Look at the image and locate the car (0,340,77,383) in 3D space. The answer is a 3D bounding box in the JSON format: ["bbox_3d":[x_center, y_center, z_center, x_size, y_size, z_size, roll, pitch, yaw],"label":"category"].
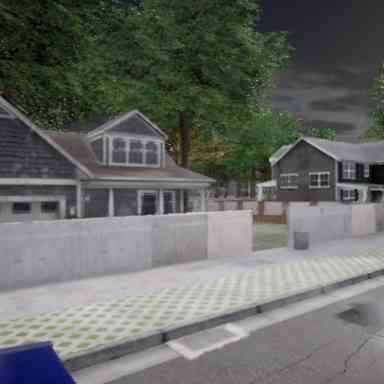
[{"bbox_3d":[-2.721,1.609,1.128,4.718,1.301,1.895,0,0,-36],"label":"car"}]
